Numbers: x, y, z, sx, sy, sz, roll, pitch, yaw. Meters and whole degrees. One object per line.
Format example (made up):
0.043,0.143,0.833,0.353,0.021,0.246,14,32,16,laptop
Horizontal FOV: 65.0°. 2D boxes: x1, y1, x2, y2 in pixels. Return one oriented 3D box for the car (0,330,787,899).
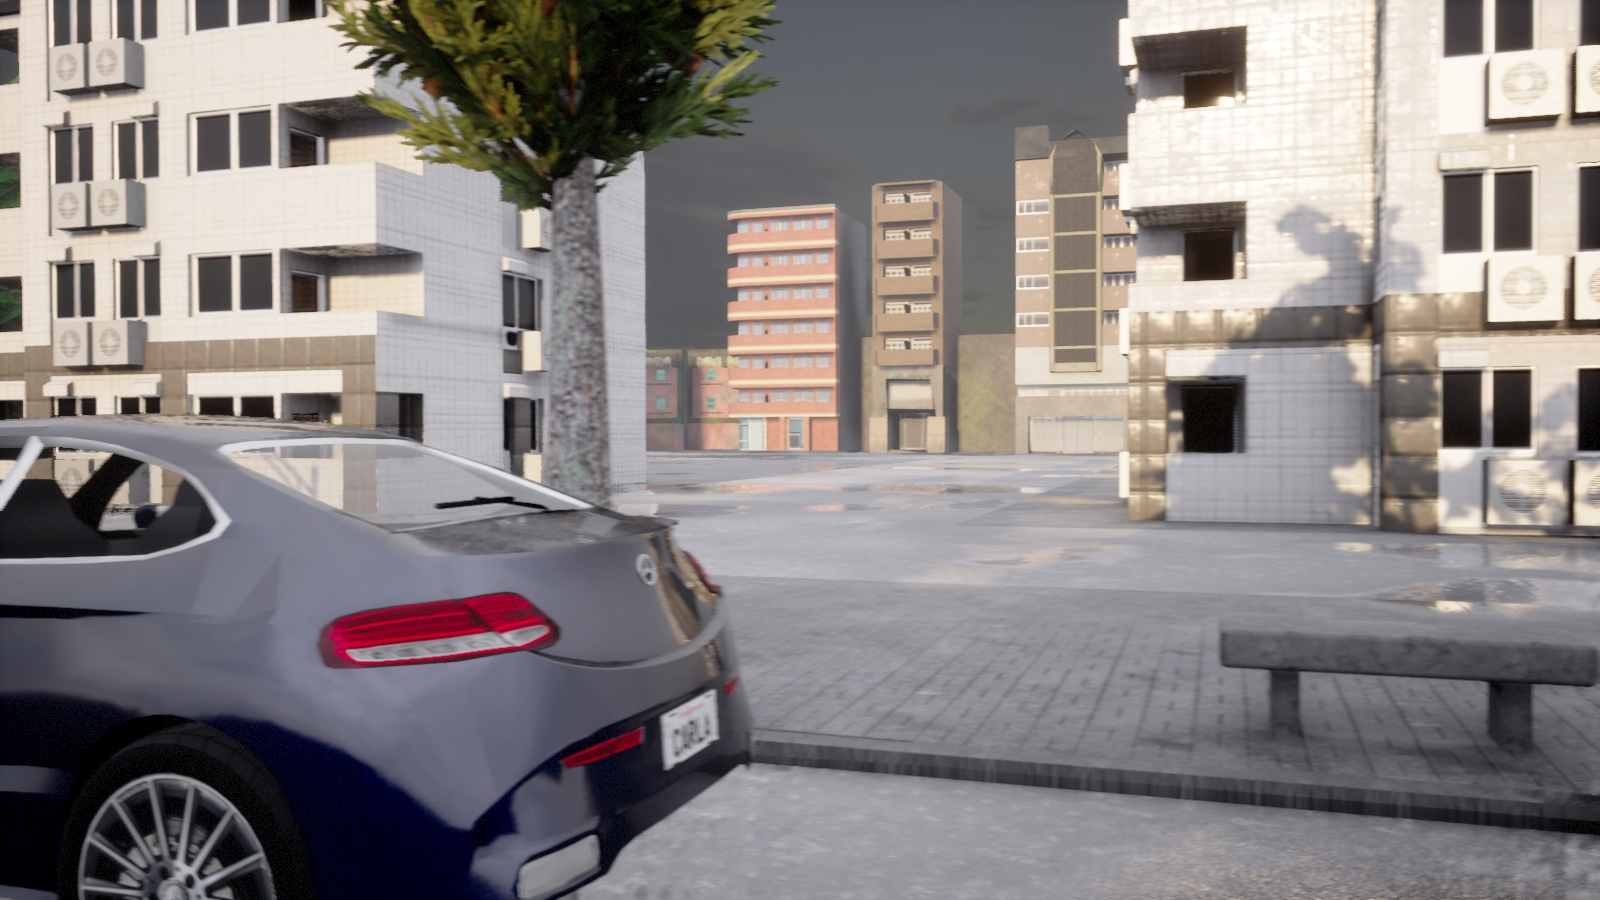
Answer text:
-2.778,0.520,4.651,5.027,1.651,2.152,1,1,19,car
